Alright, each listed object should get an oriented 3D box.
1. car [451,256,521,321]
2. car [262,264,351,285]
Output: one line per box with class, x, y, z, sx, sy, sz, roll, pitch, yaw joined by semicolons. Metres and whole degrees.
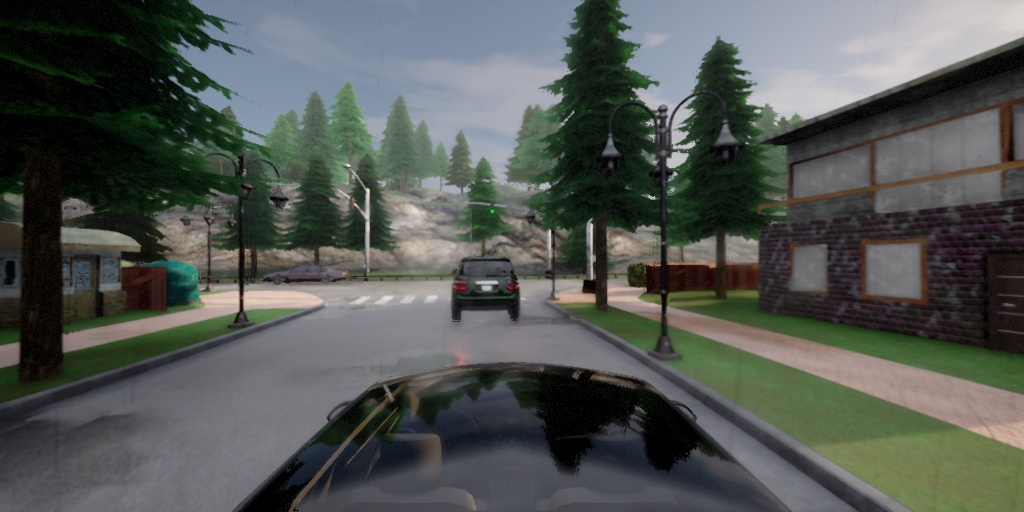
car;-1.002;1.037;13.040;2.150;2.045;5.566;0;0;-6
car;-14.453;1.307;25.541;5.357;1.411;2.033;0;0;-13
